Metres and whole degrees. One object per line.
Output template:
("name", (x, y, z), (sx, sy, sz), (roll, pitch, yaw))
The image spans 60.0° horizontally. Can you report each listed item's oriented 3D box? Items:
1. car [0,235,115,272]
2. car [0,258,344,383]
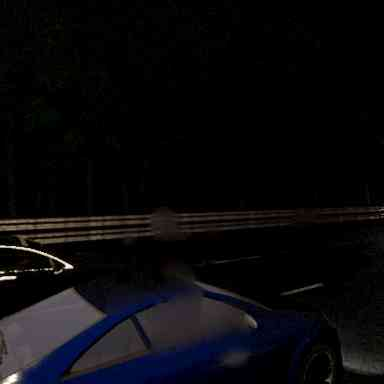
("car", (-3.311, 1.508, 5.682), (4.892, 1.490, 1.837), (1, -1, -35))
("car", (-0.260, 1.580, 3.560), (4.181, 1.385, 1.994), (1, 0, -35))
